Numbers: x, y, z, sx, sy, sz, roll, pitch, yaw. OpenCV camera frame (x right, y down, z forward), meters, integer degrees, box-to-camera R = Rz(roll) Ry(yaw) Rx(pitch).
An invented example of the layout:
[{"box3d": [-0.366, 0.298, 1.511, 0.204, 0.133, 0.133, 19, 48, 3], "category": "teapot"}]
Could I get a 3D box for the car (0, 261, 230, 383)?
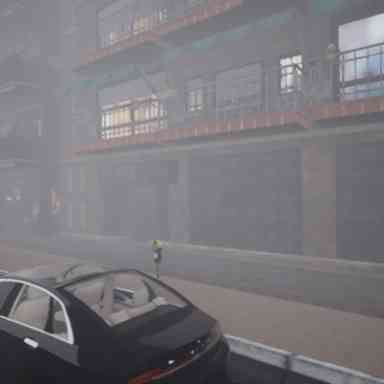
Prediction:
[{"box3d": [-1.671, 1.544, 4.087, 4.403, 1.369, 2.008, 0, -1, 36], "category": "car"}]
